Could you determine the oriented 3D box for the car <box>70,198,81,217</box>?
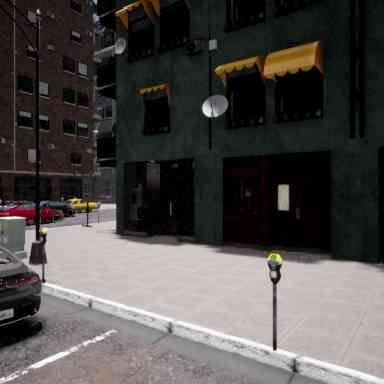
[{"bbox_3d":[-11.179,1.345,25.690,1.994,1.385,4.181,0,1,35],"label":"car"}]

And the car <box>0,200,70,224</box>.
[{"bbox_3d":[-10.451,1.387,21.344,1.994,1.385,4.181,0,1,37],"label":"car"}]

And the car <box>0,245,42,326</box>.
[{"bbox_3d":[-4.496,1.551,6.092,4.403,1.369,2.008,0,0,36],"label":"car"}]

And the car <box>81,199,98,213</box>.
[{"bbox_3d":[-10.933,1.250,30.537,1.752,1.417,4.829,1,1,35],"label":"car"}]
